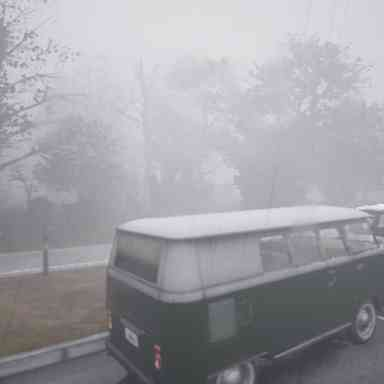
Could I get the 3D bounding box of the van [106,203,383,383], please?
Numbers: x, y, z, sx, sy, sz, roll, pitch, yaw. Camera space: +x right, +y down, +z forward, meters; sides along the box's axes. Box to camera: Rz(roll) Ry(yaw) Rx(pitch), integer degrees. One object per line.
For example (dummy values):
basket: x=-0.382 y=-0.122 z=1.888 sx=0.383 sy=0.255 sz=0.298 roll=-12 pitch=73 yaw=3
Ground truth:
van: x=1.125 y=1.248 z=4.817 sx=4.442 sy=1.987 sz=1.878 roll=-1 pitch=0 yaw=-35
